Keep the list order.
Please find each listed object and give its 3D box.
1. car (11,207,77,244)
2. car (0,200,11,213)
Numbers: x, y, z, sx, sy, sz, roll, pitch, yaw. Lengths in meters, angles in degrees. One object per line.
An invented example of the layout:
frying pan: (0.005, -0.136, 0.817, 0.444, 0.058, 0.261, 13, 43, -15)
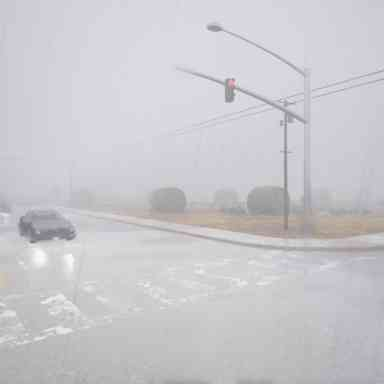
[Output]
car: (-7.268, 1.574, 16.306, 2.033, 1.411, 5.357, 0, 0, -35)
car: (-20.726, 1.524, 35.749, 1.994, 1.385, 4.181, 0, 0, -35)
